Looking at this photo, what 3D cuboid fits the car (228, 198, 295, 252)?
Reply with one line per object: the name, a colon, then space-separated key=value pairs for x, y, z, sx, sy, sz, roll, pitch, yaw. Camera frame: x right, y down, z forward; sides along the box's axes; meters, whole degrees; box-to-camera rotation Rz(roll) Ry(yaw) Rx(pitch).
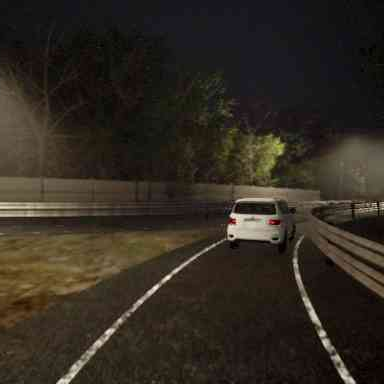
car: x=3.170 y=1.269 z=14.487 sx=2.150 sy=2.045 sz=5.566 roll=1 pitch=0 yaw=22
